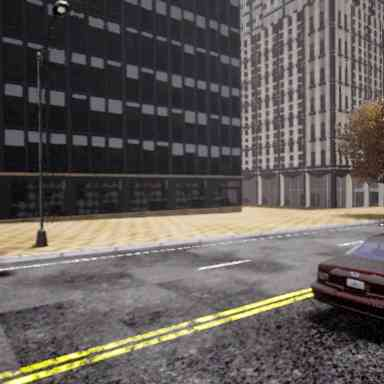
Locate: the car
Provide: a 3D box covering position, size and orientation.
[{"bbox_3d":[4.727,1.544,6.880,5.357,1.411,2.033,0,0,-35],"label":"car"}]
